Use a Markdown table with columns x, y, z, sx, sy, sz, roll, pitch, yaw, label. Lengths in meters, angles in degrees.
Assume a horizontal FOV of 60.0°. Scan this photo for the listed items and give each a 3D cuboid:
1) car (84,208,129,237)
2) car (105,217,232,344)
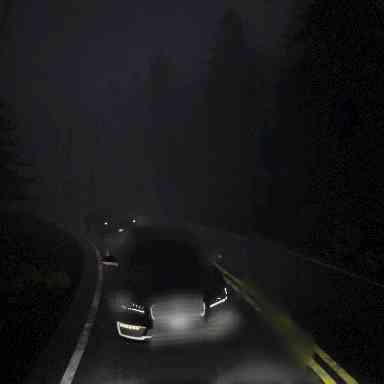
| x | y | z | sx | sy | sz | roll | pitch | yaw | label |
| --- | --- | --- | --- | --- | --- | --- | --- | --- | --- |
| -4.633 | 1.612 | 18.546 | 1.895 | 1.301 | 4.718 | -3 | 1 | -29 | car |
| -0.646 | 1.495 | 6.812 | 1.837 | 1.490 | 4.892 | -1 | 0 | -11 | car |
